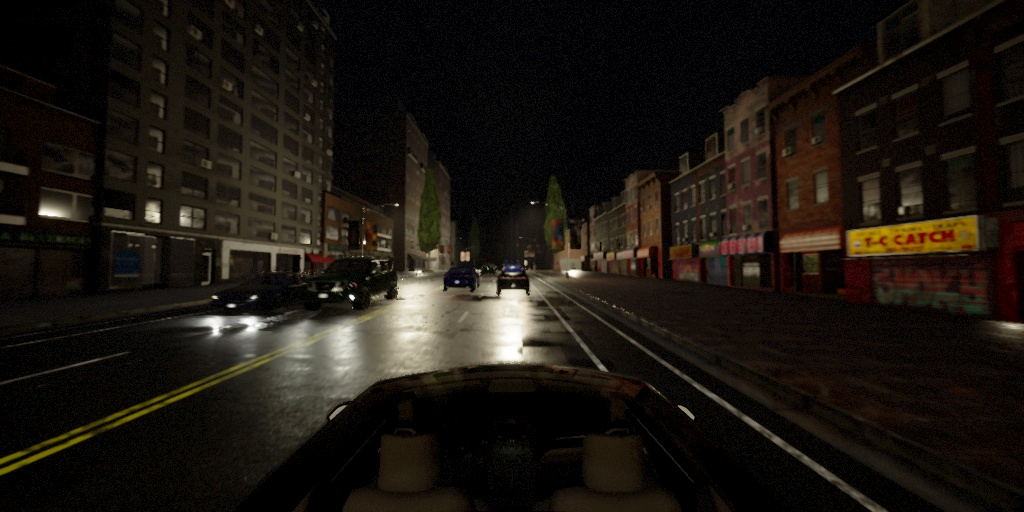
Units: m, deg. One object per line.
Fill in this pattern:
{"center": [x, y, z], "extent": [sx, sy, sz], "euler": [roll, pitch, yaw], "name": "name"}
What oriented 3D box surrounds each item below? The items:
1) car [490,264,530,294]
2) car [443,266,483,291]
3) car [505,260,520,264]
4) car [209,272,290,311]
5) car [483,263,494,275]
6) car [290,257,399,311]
{"center": [0.062, 1.391, 21.234], "extent": [2.128, 1.511, 4.902], "euler": [0, -1, 0], "name": "car"}
{"center": [-3.190, 1.409, 23.311], "extent": [1.882, 1.535, 5.008], "euler": [0, -1, 0], "name": "car"}
{"center": [0.017, 1.514, 43.521], "extent": [2.150, 2.045, 5.566], "euler": [0, -1, 0], "name": "car"}
{"center": [-9.872, 1.398, 15.279], "extent": [2.033, 1.411, 5.357], "euler": [0, -1, 0], "name": "car"}
{"center": [-3.245, 1.795, 50.734], "extent": [2.097, 1.767, 4.553], "euler": [0, -1, 0], "name": "car"}
{"center": [-6.631, 1.068, 15.391], "extent": [2.150, 2.045, 5.566], "euler": [0, -1, 0], "name": "car"}
